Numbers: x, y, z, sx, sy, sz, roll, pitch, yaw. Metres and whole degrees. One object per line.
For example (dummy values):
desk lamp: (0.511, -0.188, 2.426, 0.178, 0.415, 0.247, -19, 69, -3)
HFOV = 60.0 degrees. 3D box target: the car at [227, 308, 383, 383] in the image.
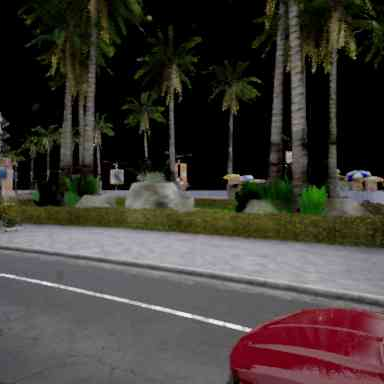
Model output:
car: (2.569, 1.466, 1.928, 5.008, 1.535, 1.882, 0, 0, 36)
